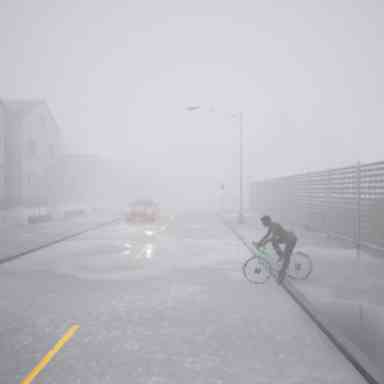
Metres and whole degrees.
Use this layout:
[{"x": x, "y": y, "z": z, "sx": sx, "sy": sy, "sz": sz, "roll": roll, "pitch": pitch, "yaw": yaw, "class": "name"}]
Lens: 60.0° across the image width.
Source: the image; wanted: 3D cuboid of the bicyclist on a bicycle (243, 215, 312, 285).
[{"x": 1.994, "y": 1.365, "z": 7.925, "sx": 1.656, "sy": 1.620, "sz": 0.582, "roll": -6, "pitch": 0, "yaw": 1, "class": "bicyclist on a bicycle"}]

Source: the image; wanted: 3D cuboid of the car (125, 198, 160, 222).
[{"x": -3.688, "y": 1.286, "z": 25.255, "sx": 2.097, "sy": 1.767, "sz": 4.553, "roll": 0, "pitch": 0, "yaw": 1, "class": "car"}]
